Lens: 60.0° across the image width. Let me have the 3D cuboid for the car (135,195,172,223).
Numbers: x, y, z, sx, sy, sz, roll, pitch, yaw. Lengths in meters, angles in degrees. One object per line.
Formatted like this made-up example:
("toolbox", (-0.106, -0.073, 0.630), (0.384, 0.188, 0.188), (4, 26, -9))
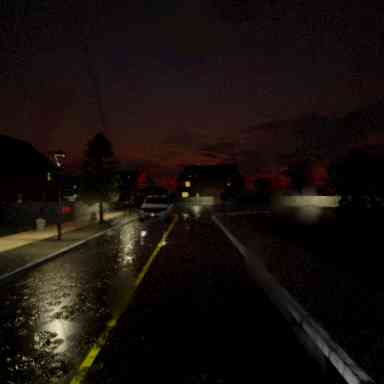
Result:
("car", (-2.779, 1.284, 26.427), (2.150, 2.045, 5.566), (0, 0, 0))

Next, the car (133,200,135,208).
("car", (-6.667, 1.485, 49.477), (4.553, 1.767, 2.097), (0, 0, 36))
